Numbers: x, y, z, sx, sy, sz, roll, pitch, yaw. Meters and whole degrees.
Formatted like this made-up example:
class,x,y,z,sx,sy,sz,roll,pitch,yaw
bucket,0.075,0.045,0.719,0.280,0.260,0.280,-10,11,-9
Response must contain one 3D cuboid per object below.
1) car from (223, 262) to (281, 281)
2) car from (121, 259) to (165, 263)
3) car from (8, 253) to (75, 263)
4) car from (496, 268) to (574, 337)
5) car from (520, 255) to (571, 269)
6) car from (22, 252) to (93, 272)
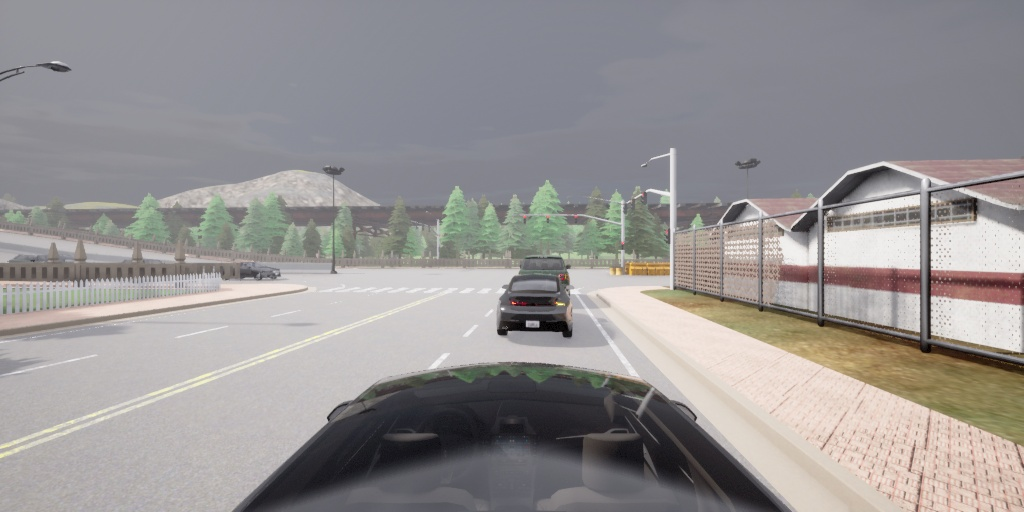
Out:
class,x,y,z,sx,sy,sz,roll,pitch,yaw
car,-21.915,1.239,29.927,4.902,1.511,2.128,0,0,5
car,-31.000,1.051,30.593,4.553,1.767,2.097,1,0,4
car,-40.861,0.659,31.314,4.553,1.767,2.097,3,0,4
car,0.717,1.255,10.313,1.837,1.490,4.892,0,0,6
car,1.484,0.971,16.323,2.150,2.045,5.566,0,0,7
car,-44.469,0.544,35.105,4.892,1.490,1.837,5,0,5
